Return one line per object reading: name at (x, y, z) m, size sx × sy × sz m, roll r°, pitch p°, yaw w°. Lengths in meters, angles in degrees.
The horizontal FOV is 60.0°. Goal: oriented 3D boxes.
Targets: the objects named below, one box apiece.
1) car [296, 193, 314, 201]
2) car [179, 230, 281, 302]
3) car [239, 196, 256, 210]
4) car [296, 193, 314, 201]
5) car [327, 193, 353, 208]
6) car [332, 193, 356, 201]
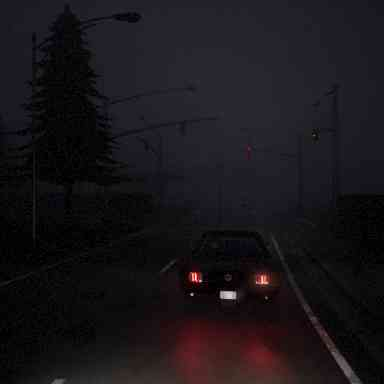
car at (27.233, 1.077, 79.946) m, size 3.866 × 1.878 × 1.905 m, roll 0°, pitch 0°, yaw 10°
car at (0.979, 1.601, 8.289) m, size 1.895 × 1.301 × 4.718 m, roll 0°, pitch 0°, yaw 8°
car at (7.177, 1.352, 43.231) m, size 2.097 × 1.767 × 4.553 m, roll 0°, pitch 0°, yaw 10°
car at (26.057, 1.361, 76.777) m, size 3.806 × 1.475 × 1.970 m, roll 0°, pitch 0°, yaw 10°
car at (20.189, 1.330, 43.026) m, size 5.027 × 1.636 × 2.152 m, roll 0°, pitch 0°, yaw 10°
car at (34.415, 1.097, 75.350) m, size 4.605 × 1.855 × 1.932 m, roll 0°, pitch 0°, yaw 10°
